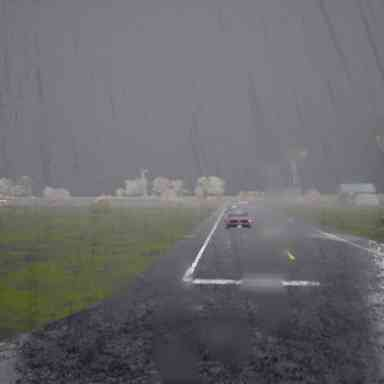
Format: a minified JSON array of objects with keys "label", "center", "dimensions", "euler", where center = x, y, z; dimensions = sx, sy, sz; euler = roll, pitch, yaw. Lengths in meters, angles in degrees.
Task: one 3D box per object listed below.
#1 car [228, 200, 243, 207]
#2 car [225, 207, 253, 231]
[{"label":"car","center":[7.533,2.523,59.209],"dimensions":[2.128,1.511,4.902],"euler":[-1,-1,7]},{"label":"car","center":[3.406,2.035,24.325],"dimensions":[1.895,1.301,4.718],"euler":[-1,-1,7]}]
